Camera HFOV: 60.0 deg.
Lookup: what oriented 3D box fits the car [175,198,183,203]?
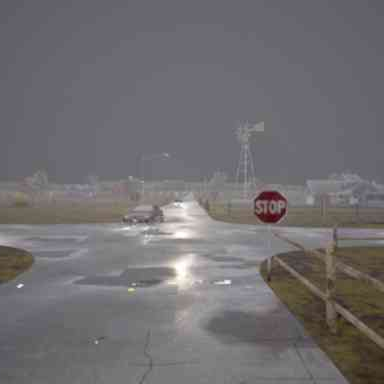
[{"bbox_3d":[-3.116,2.046,79.318,1.895,1.301,4.718,0,0,0],"label":"car"}]

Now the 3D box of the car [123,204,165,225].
[{"bbox_3d":[-3.296,1.623,24.137,1.812,1.442,4.674,0,0,11],"label":"car"}]
